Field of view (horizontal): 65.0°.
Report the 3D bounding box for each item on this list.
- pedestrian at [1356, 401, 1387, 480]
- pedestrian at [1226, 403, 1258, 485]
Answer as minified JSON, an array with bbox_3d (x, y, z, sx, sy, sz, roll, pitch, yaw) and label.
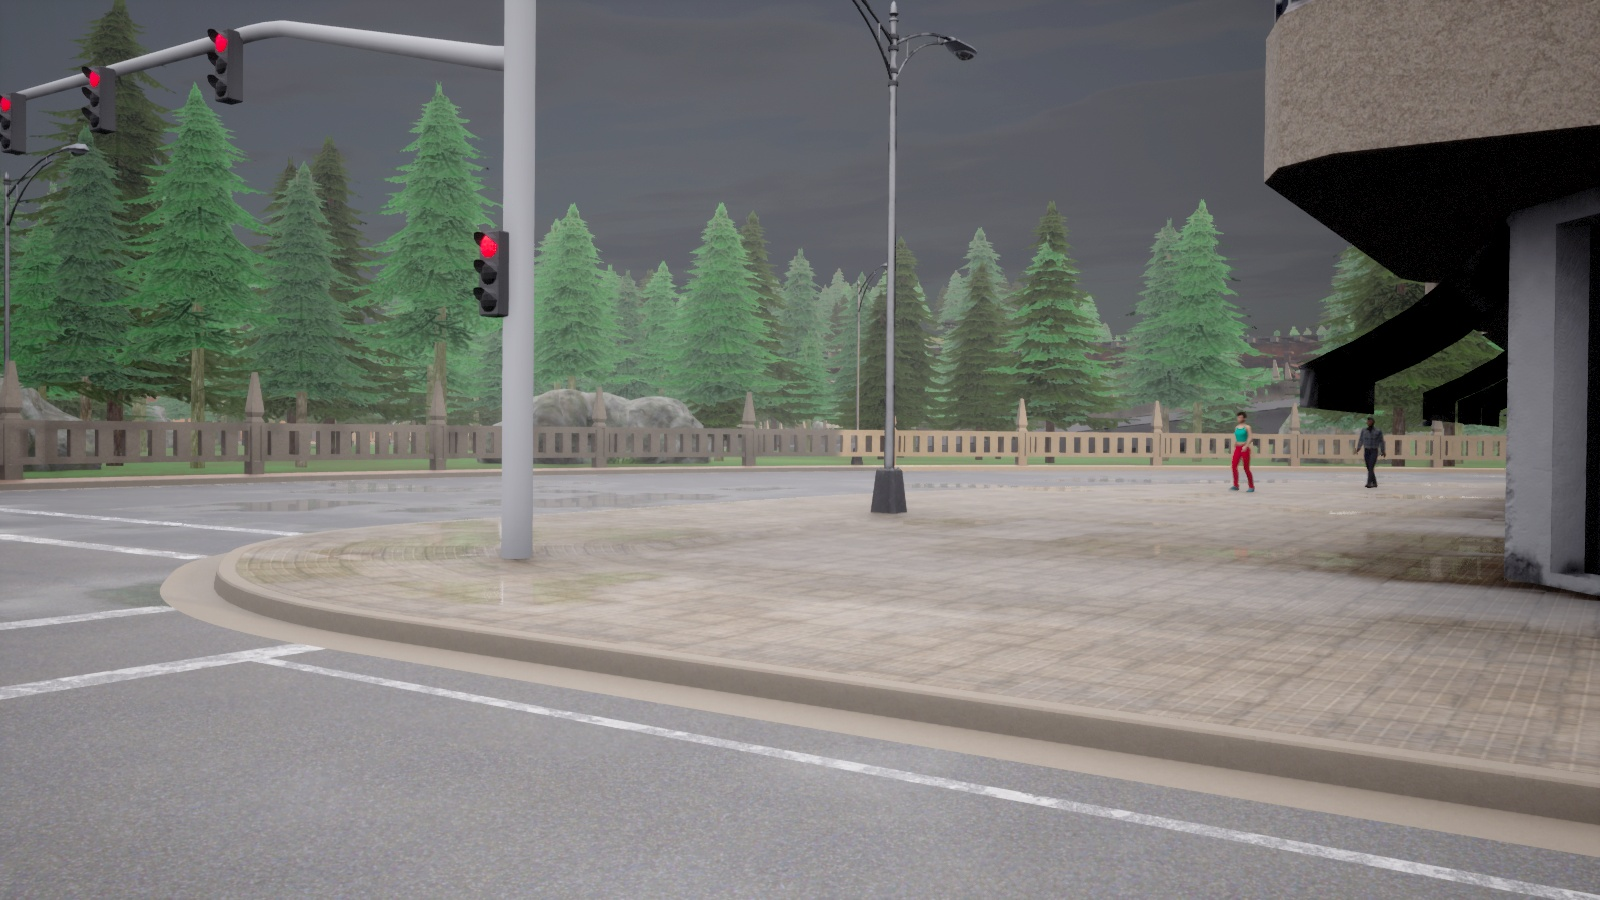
[{"bbox_3d":[14.282,-0.230,31.385,0.788,1.949,0.423,-1,1,-42],"label":"pedestrian"},{"bbox_3d":[10.004,-0.149,28.429,0.594,1.836,0.345,-1,1,-27],"label":"pedestrian"}]
